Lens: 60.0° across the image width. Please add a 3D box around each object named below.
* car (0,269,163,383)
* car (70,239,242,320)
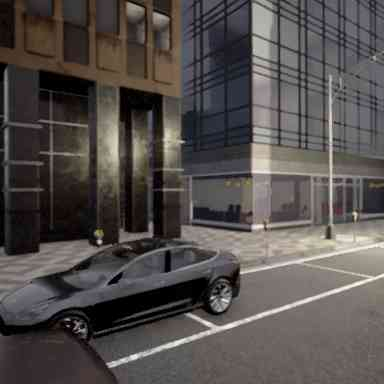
[{"bbox_3d":[-2.798,1.558,1.176,5.357,1.411,2.033,0,0,-36],"label":"car"},{"bbox_3d":[-0.988,1.585,5.985,4.313,1.339,1.947,0,0,-37],"label":"car"}]
